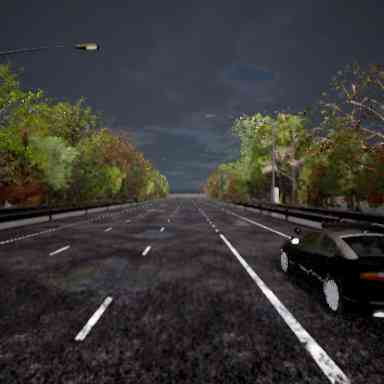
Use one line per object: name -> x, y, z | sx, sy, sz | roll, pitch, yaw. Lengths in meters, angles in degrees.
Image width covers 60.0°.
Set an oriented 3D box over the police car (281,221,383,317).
police car -> 3.547, 1.498, 7.822 | 1.930, 1.638, 5.238 | 0, -1, -1
